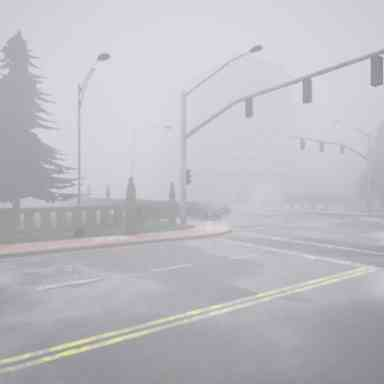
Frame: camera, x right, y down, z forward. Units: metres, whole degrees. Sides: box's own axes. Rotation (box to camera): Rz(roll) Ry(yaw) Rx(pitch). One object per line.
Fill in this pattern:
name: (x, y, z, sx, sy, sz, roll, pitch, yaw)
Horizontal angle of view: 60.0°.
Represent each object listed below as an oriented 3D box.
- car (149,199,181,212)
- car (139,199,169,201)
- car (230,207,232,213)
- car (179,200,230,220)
car: (-3.288, 1.569, 40.012, 1.994, 1.385, 4.181, 0, 0, -35)
car: (-4.764, 1.509, 36.049, 1.837, 1.490, 4.892, 0, 0, -36)
car: (1.804, 1.606, 32.859, 1.895, 1.301, 4.718, 0, 0, -35)
car: (0.687, 1.509, 28.392, 1.837, 1.490, 4.892, 0, 0, -35)
